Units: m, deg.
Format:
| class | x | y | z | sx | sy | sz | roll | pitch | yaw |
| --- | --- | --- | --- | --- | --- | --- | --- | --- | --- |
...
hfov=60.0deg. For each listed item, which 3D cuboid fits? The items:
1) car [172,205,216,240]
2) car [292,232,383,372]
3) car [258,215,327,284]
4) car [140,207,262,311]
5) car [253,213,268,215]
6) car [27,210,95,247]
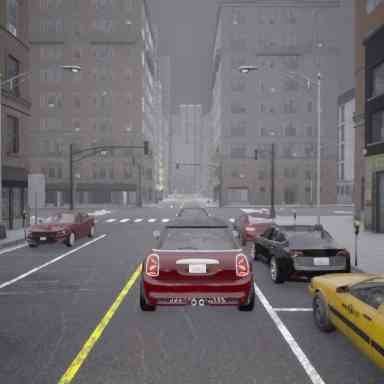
| class | x | y | z | sx | sy | sz | roll | pitch | yaw |
| --- | --- | --- | --- | --- | --- | --- | --- | --- | --- |
| car | 0.066 | 1.541 | 18.144 | 2.033 | 1.411 | 5.357 | 0 | 0 | 0 |
| car | 2.859 | 1.524 | 3.985 | 1.752 | 1.417 | 4.829 | -1 | 0 | 0 |
| car | 2.850 | 1.562 | 9.401 | 1.947 | 1.339 | 4.313 | -1 | 0 | 0 |
| car | 0.087 | 1.349 | 7.905 | 2.097 | 1.767 | 4.553 | 0 | 0 | 0 |
| car | 2.841 | 1.576 | 14.987 | 1.802 | 1.307 | 4.206 | -1 | 0 | 0 |
| car | -5.705 | 1.539 | 14.969 | 1.887 | 1.381 | 4.507 | -1 | 0 | 0 |
